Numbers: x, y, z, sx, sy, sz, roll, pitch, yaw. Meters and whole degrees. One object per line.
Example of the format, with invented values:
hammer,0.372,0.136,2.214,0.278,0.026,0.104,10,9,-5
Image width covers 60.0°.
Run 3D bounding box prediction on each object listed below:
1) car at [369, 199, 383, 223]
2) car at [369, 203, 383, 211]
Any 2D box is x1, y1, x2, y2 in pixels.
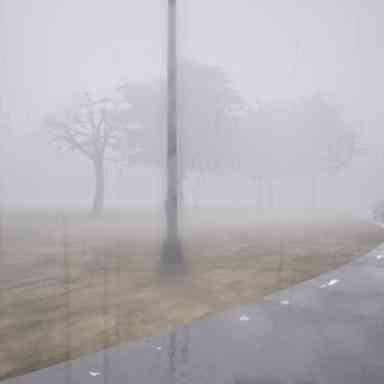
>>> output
car,18.236,1.716,30.500,2.150,2.045,5.566,1,-1,19
car,36.966,2.929,66.850,1.837,1.490,4.892,0,-1,37
